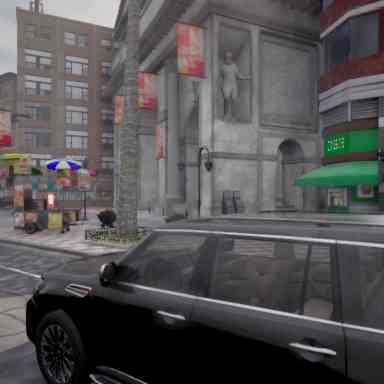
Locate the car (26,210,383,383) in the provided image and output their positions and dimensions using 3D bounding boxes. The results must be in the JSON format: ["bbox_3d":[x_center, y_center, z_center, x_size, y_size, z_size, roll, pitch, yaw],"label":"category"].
[{"bbox_3d":[0.524,1.221,3.518,5.566,2.045,2.150,0,0,36],"label":"car"}]
